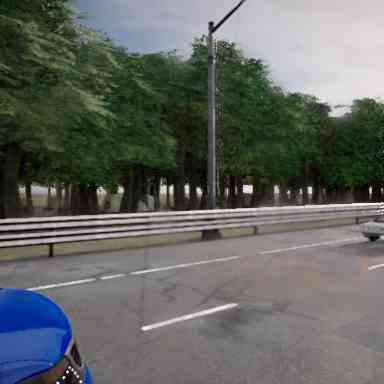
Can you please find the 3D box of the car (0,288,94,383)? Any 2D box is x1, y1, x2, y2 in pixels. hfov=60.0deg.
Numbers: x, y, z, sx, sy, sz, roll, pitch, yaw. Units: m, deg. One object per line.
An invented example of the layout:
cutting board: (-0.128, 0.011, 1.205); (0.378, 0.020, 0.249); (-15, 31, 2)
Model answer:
car: (-3.269, 1.220, 1.414); (5.566, 2.045, 2.150); (0, 0, -35)

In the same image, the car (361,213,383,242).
car: (9.662, 1.573, 14.938); (4.718, 1.301, 1.895); (0, 0, -36)
